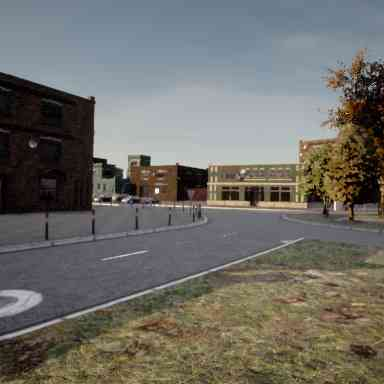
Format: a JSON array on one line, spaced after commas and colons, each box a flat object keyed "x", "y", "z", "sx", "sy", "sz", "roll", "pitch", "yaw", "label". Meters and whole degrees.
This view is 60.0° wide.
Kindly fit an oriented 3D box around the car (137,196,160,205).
[{"x": -8.188, "y": 1.825, "z": 67.016, "sx": 2.163, "sy": 1.488, "sz": 4.792, "roll": 1, "pitch": -1, "yaw": 32, "label": "car"}]

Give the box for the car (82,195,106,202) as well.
[{"x": -22.282, "y": 1.449, "z": 75.937, "sx": 2.097, "sy": 1.535, "sz": 5.008, "roll": 2, "pitch": -1, "yaw": 32, "label": "car"}]

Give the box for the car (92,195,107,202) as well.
[{"x": -19.803, "y": 1.393, "z": 74.420, "sx": 2.185, "sy": 1.767, "sz": 4.553, "roll": 2, "pitch": -1, "yaw": 32, "label": "car"}]

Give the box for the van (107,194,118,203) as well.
[{"x": -15.283, "y": 1.412, "z": 71.396, "sx": 1.878, "sy": 1.987, "sz": 4.442, "roll": 1, "pitch": -1, "yaw": 32, "label": "van"}]

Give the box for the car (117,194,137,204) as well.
[{"x": -12.748, "y": 1.573, "z": 69.969, "sx": 2.185, "sy": 1.767, "sz": 4.553, "roll": 1, "pitch": -1, "yaw": 32, "label": "car"}]
